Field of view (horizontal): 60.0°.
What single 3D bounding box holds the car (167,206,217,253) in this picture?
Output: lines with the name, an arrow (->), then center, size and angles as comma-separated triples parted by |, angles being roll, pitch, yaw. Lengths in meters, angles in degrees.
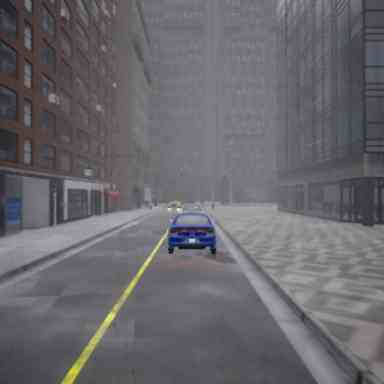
car -> 0.008, 1.616, 14.486 | 1.882, 1.535, 5.008 | 0, 0, 0

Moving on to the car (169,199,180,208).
car -> -2.993, 2.052, 58.262 | 1.882, 1.535, 5.008 | 0, -1, 0

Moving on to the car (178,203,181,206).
car -> 0.007, 1.879, 29.112 | 1.895, 1.301, 4.718 | 0, -1, 0
